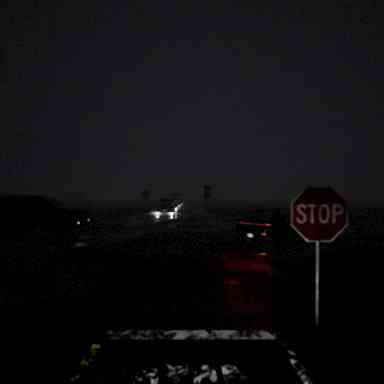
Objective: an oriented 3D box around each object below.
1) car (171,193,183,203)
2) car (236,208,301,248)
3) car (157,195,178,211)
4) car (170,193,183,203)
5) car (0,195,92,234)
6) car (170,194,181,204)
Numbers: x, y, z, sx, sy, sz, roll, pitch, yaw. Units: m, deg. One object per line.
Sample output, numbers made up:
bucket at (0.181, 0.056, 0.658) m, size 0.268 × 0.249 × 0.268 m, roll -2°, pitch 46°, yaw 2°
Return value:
car at (-3.093, 1.140, 69.893) m, size 2.150 × 2.045 × 5.566 m, roll 0°, pitch 0°, yaw 0°
car at (3.864, 1.493, 14.913) m, size 2.128 × 1.511 × 4.902 m, roll 1°, pitch 0°, yaw 40°
car at (-3.022, 1.418, 39.511) m, size 1.882 × 1.535 × 5.008 m, roll 0°, pitch 0°, yaw 0°
car at (-3.053, 1.143, 59.407) m, size 2.150 × 2.045 × 5.566 m, roll 0°, pitch 0°, yaw 0°
car at (-8.476, 1.179, 18.398) m, size 5.566 × 2.045 × 2.150 m, roll 0°, pitch 1°, yaw 0°
car at (-3.052, 1.456, 49.133) m, size 1.812 × 1.442 × 4.674 m, roll 0°, pitch 0°, yaw 0°
